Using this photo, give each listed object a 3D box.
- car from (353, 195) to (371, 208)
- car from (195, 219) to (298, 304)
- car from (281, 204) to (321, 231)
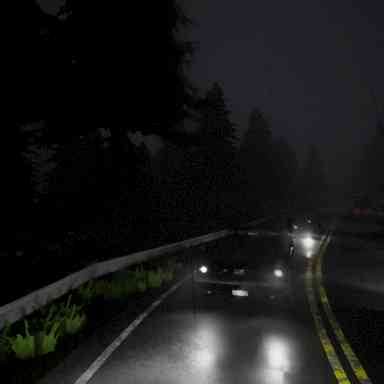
[{"bbox_3d":[20.605,1.058,40.252,2.128,1.511,4.902,-2,0,28],"label":"car"},{"bbox_3d":[1.580,1.599,8.418,1.895,1.301,4.718,-1,0,18],"label":"car"},{"bbox_3d":[6.656,1.460,20.061,2.033,1.411,5.357,-2,0,26],"label":"car"}]
